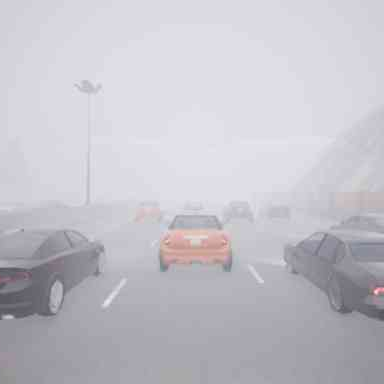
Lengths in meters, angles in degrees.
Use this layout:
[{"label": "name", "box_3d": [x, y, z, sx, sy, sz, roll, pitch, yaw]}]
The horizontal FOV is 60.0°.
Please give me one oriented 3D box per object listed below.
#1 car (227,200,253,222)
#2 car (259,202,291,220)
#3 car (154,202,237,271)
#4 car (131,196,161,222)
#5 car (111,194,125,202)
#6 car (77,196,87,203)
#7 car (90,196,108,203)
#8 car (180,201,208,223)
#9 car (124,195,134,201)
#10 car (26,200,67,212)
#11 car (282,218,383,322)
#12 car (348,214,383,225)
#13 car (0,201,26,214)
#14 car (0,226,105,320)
[{"label": "car", "box_3d": [3.653, 1.452, 27.392, 2.097, 1.767, 4.553, 0, 0, 0]}, {"label": "car", "box_3d": [7.160, 1.588, 29.231, 1.882, 1.535, 5.008, 0, 0, 0]}, {"label": "car", "box_3d": [0.113, 1.391, 11.260, 2.097, 1.767, 4.553, 0, 0, 0]}, {"label": "car", "box_3d": [-3.347, 1.443, 27.419, 2.097, 1.767, 4.553, 0, 0, 0]}, {"label": "car", "box_3d": [-16.474, 1.402, 75.036, 2.150, 2.045, 5.566, 0, 0, 6]}, {"label": "car", "box_3d": [-23.690, 1.661, 73.955, 1.812, 1.442, 4.674, 0, 0, 6]}, {"label": "car", "box_3d": [-20.177, 1.624, 73.839, 1.837, 1.490, 4.892, 0, 0, 6]}, {"label": "car", "box_3d": [0.155, 1.588, 27.690, 2.128, 1.511, 4.902, 0, 0, 0]}, {"label": "car", "box_3d": [-13.020, 1.685, 74.488, 1.837, 1.490, 4.892, 0, 0, 6]}, {"label": "car", "box_3d": [-14.020, 1.575, 32.913, 1.882, 1.535, 5.008, 0, 0, 0]}, {"label": "car", "box_3d": [3.599, 1.579, 7.610, 2.033, 1.411, 5.357, 0, 0, 0]}, {"label": "car", "box_3d": [7.122, 1.581, 13.252, 1.812, 1.442, 4.674, 0, 0, 0]}, {"label": "car", "box_3d": [-17.520, 1.619, 32.878, 1.812, 1.442, 4.674, 0, 0, 0]}, {"label": "car", "box_3d": [-3.405, 1.500, 7.521, 1.882, 1.535, 5.008, 0, 0, 0]}]
